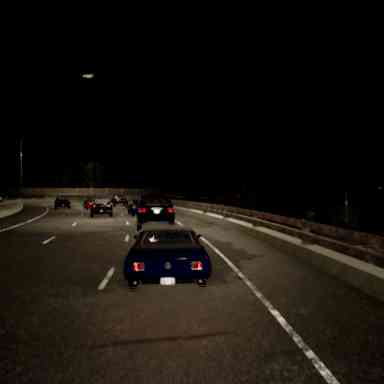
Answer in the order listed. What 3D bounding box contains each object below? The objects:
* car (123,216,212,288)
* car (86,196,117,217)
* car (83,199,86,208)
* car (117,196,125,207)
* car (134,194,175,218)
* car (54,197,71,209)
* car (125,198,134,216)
[{"bbox_3d":[-0.671,1.565,9.151,1.895,1.301,4.718,0,0,-4],"label":"car"},{"bbox_3d":[-8.117,1.382,29.815,2.128,1.511,4.902,0,0,-16],"label":"car"},{"bbox_3d":[-12.653,1.415,42.233,1.994,1.385,4.181,0,0,-23],"label":"car"},{"bbox_3d":[-9.866,1.330,44.588,2.128,1.511,4.902,0,0,-23],"label":"car"},{"bbox_3d":[-2.352,1.144,20.673,2.150,2.045,5.566,0,0,-10],"label":"car"},{"bbox_3d":[-16.723,1.345,42.843,2.128,1.511,4.902,0,0,-24],"label":"car"},{"bbox_3d":[-4.900,1.448,31.213,1.994,1.385,4.181,0,0,-16],"label":"car"}]
